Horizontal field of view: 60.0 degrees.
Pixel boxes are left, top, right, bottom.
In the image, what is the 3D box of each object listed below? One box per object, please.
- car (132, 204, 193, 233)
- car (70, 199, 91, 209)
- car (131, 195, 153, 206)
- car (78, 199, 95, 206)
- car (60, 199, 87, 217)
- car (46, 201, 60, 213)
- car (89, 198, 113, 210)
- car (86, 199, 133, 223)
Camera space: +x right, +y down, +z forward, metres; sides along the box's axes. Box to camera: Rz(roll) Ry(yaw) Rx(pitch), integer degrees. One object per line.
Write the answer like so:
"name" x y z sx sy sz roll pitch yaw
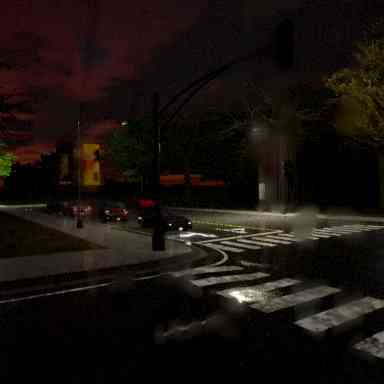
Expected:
"car" -1.975 1.820 22.069 2.033 1.411 5.357 -1 0 -29
"car" -19.655 2.080 58.701 2.033 1.411 5.357 -1 0 -35
"car" -7.519 1.523 47.209 2.150 2.045 5.566 -1 0 -35
"car" -21.155 2.101 66.679 1.994 1.385 4.181 -1 0 -35
"car" -13.087 1.812 37.837 2.097 1.767 4.553 -1 0 -35
"car" -18.846 2.036 46.139 1.882 1.535 5.008 -1 0 -35
"car" -13.791 1.783 50.392 2.097 1.767 4.553 -1 0 -35
"car" -7.475 1.717 29.819 2.097 1.767 4.553 -1 0 -35
